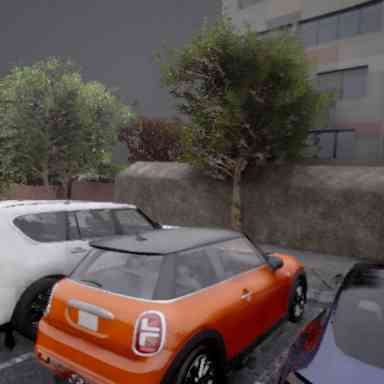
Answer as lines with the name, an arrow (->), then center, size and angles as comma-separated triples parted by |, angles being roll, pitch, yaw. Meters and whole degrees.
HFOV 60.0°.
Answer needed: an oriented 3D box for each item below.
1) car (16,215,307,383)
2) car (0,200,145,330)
car -> 0.174, 1.330, 5.122 | 2.185, 1.767, 4.553 | 1, 0, 36
car -> -2.066, 1.178, 6.793 | 2.435, 2.045, 5.566 | 1, 0, 36
